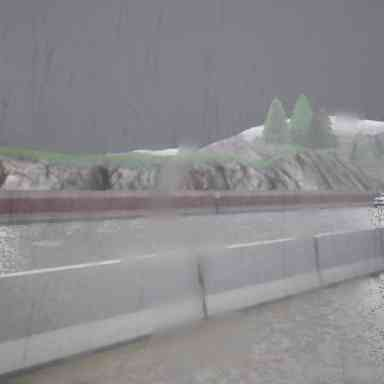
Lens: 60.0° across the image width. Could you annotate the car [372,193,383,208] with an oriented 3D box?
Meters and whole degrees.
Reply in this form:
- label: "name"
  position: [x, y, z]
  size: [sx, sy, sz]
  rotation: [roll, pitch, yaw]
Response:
- label: "car"
  position: [26.372, 1.121, 44.727]
  size: [5.566, 2.045, 2.150]
  rotation: [0, 0, -39]
